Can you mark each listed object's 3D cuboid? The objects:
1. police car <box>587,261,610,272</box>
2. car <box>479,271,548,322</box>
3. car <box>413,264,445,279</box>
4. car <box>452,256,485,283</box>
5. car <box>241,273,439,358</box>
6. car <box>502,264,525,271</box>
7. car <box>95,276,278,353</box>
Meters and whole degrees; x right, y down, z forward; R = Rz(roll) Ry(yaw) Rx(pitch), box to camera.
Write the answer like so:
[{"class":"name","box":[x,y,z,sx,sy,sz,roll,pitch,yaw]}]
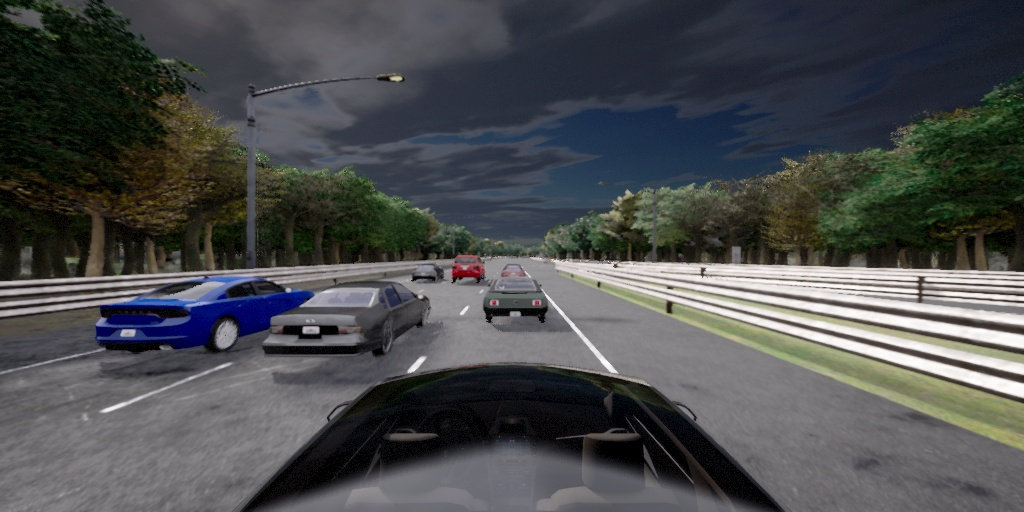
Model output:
[{"class":"police car","box":[11.355,1.385,46.439,2.038,1.542,4.974,0,0,-13]},{"class":"car","box":[0.103,1.363,12.381,1.895,1.301,4.718,0,0,0]},{"class":"car","box":[-6.892,1.347,29.836,1.994,1.385,4.181,0,0,0]},{"class":"car","box":[-3.396,1.003,28.545,2.150,2.045,5.566,0,0,0]},{"class":"car","box":[-3.392,1.305,8.583,2.033,1.411,5.357,0,0,0]},{"class":"car","box":[0.107,1.347,29.781,1.994,1.385,4.181,0,0,0]},{"class":"car","box":[-6.899,1.236,8.920,1.882,1.535,5.008,0,0,0]}]
